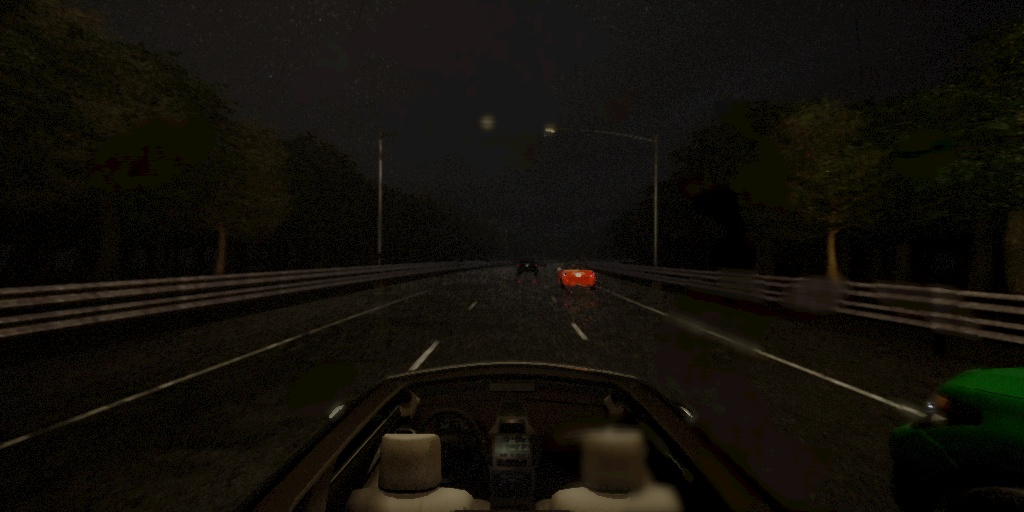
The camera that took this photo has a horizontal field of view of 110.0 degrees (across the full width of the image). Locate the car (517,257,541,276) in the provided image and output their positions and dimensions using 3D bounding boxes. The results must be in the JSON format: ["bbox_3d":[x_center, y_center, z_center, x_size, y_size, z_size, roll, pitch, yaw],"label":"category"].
[{"bbox_3d":[1.799,1.084,39.832,2.150,2.045,5.566,0,0,5],"label":"car"}]

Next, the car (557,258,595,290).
[{"bbox_3d":[4.104,1.177,23.616,2.097,1.767,4.553,0,0,3],"label":"car"}]
